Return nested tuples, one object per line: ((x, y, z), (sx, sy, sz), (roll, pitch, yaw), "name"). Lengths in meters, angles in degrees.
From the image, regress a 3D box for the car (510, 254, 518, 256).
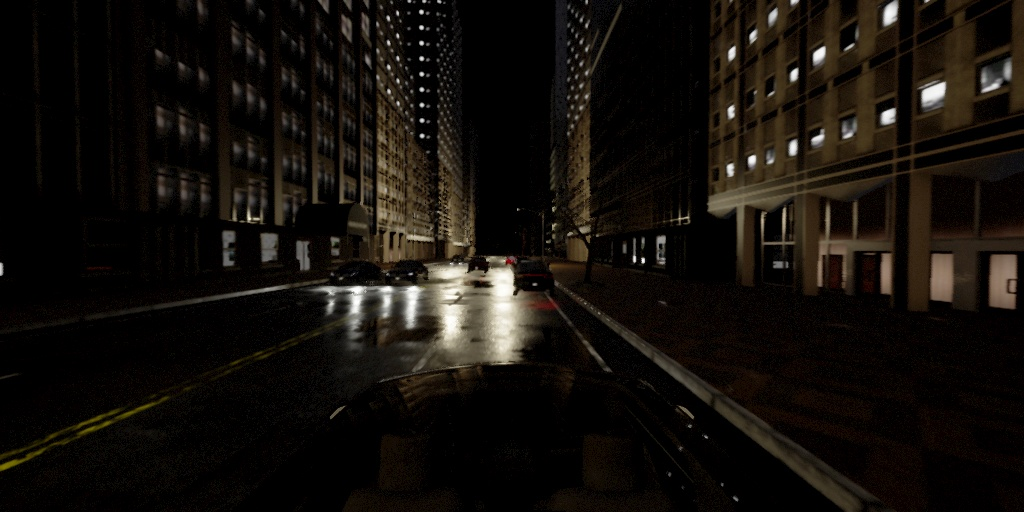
((0.969, 0.848, 33.706), (1.837, 1.490, 4.892), (0, 1, 0), "car")

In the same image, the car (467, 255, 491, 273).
((-3.157, 0.860, 34.318), (1.812, 1.442, 4.674), (0, 1, 0), "car")

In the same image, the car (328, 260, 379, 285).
((-9.844, 0.999, 22.974), (1.812, 1.442, 4.674), (0, 1, 0), "car")

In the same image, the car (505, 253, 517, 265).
((-0.004, 0.662, 54.427), (1.994, 1.385, 4.181), (0, 1, 1), "car")

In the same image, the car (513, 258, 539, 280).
((0.970, 0.921, 27.706), (1.837, 1.490, 4.892), (0, 1, 0), "car")

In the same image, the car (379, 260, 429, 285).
((-6.594, 0.999, 22.974), (1.812, 1.442, 4.674), (0, 1, 0), "car")

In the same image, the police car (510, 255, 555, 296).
((0.972, 0.963, 17.816), (1.930, 1.638, 5.238), (0, 1, 0), "police car")

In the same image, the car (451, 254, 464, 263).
((-9.782, 0.470, 64.573), (1.837, 1.490, 4.892), (0, 1, 1), "car")
